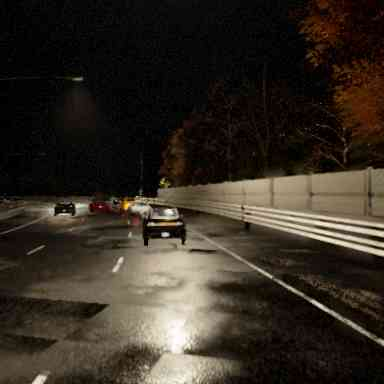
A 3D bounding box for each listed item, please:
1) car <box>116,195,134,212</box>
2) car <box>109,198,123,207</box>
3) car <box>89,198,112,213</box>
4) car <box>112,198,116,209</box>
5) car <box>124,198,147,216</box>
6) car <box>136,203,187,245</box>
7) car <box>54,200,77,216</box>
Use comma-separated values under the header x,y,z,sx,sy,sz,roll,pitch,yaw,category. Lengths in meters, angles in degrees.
x,y,z,sx,sy,sz,roll,pitch,yaw,category
-7.543,1.479,39.958,1.882,1.535,5.008,0,0,-21,car
-12.272,1.615,53.339,1.895,1.301,4.718,0,0,-16,car
-10.770,1.585,38.410,1.994,1.385,4.181,0,0,-20,car
-10.038,1.500,46.643,2.128,1.511,4.902,0,0,-19,car
-5.177,1.596,32.557,1.895,1.301,4.718,0,0,-17,car
-1.357,1.484,15.613,2.128,1.511,4.902,0,0,-8,car
-12.582,1.528,33.118,2.128,1.511,4.902,0,0,-18,car
